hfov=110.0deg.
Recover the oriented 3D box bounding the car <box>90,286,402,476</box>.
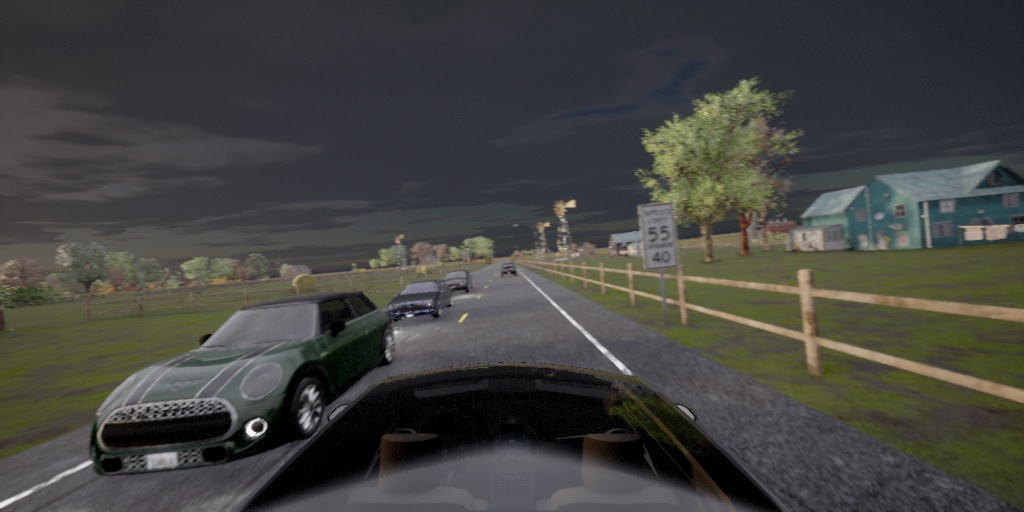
[{"bbox_3d":[-3.572,1.466,5.820,2.097,1.767,4.553,-5,0,-1],"label":"car"}]

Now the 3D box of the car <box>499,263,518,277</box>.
[{"bbox_3d":[-0.394,1.592,41.584,1.837,1.490,4.892,-5,0,-1],"label":"car"}]

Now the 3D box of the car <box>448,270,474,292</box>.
[{"bbox_3d":[-3.835,1.795,25.582,1.837,1.490,4.892,-5,0,-1],"label":"car"}]

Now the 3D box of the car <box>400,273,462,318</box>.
[{"bbox_3d":[-3.693,1.746,15.338,2.033,1.411,5.357,-5,0,-1],"label":"car"}]
